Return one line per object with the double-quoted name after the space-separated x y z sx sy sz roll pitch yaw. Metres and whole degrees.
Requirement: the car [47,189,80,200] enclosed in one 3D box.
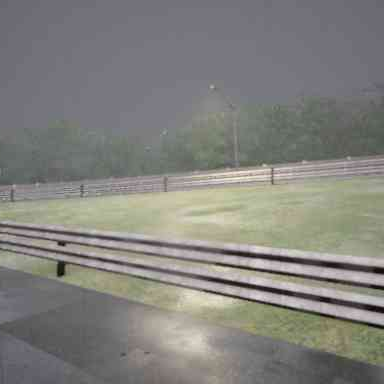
-17.046 0.338 44.201 4.674 1.442 1.812 -4 -2 21 "car"
